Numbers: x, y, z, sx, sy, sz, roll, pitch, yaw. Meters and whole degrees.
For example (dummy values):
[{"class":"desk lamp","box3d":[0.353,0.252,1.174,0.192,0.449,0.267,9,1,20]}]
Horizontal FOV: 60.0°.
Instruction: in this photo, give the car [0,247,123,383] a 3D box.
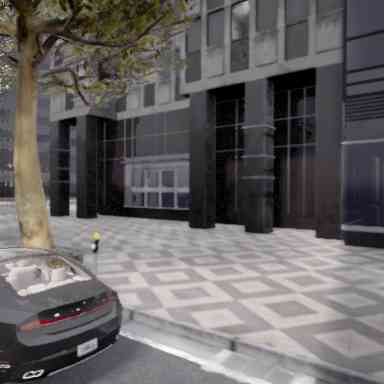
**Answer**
[{"class":"car","box3d":[-2.974,1.534,5.082,4.403,1.369,2.008,0,0,36]}]
